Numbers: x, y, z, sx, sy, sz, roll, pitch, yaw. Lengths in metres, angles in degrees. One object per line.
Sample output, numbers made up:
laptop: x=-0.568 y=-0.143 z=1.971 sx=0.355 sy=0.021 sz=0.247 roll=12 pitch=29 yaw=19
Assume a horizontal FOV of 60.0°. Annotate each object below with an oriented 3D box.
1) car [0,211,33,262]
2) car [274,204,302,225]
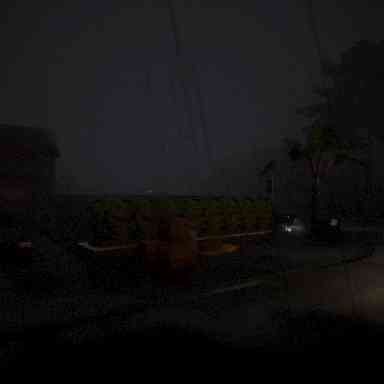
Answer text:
car: x=-6.477 y=1.356 z=10.777 sx=2.033 sy=1.415 sz=5.357 roll=0 pitch=0 yaw=-33
car: x=5.362 y=1.543 z=24.220 sx=2.033 sy=1.411 sz=5.357 roll=0 pitch=0 yaw=-36
